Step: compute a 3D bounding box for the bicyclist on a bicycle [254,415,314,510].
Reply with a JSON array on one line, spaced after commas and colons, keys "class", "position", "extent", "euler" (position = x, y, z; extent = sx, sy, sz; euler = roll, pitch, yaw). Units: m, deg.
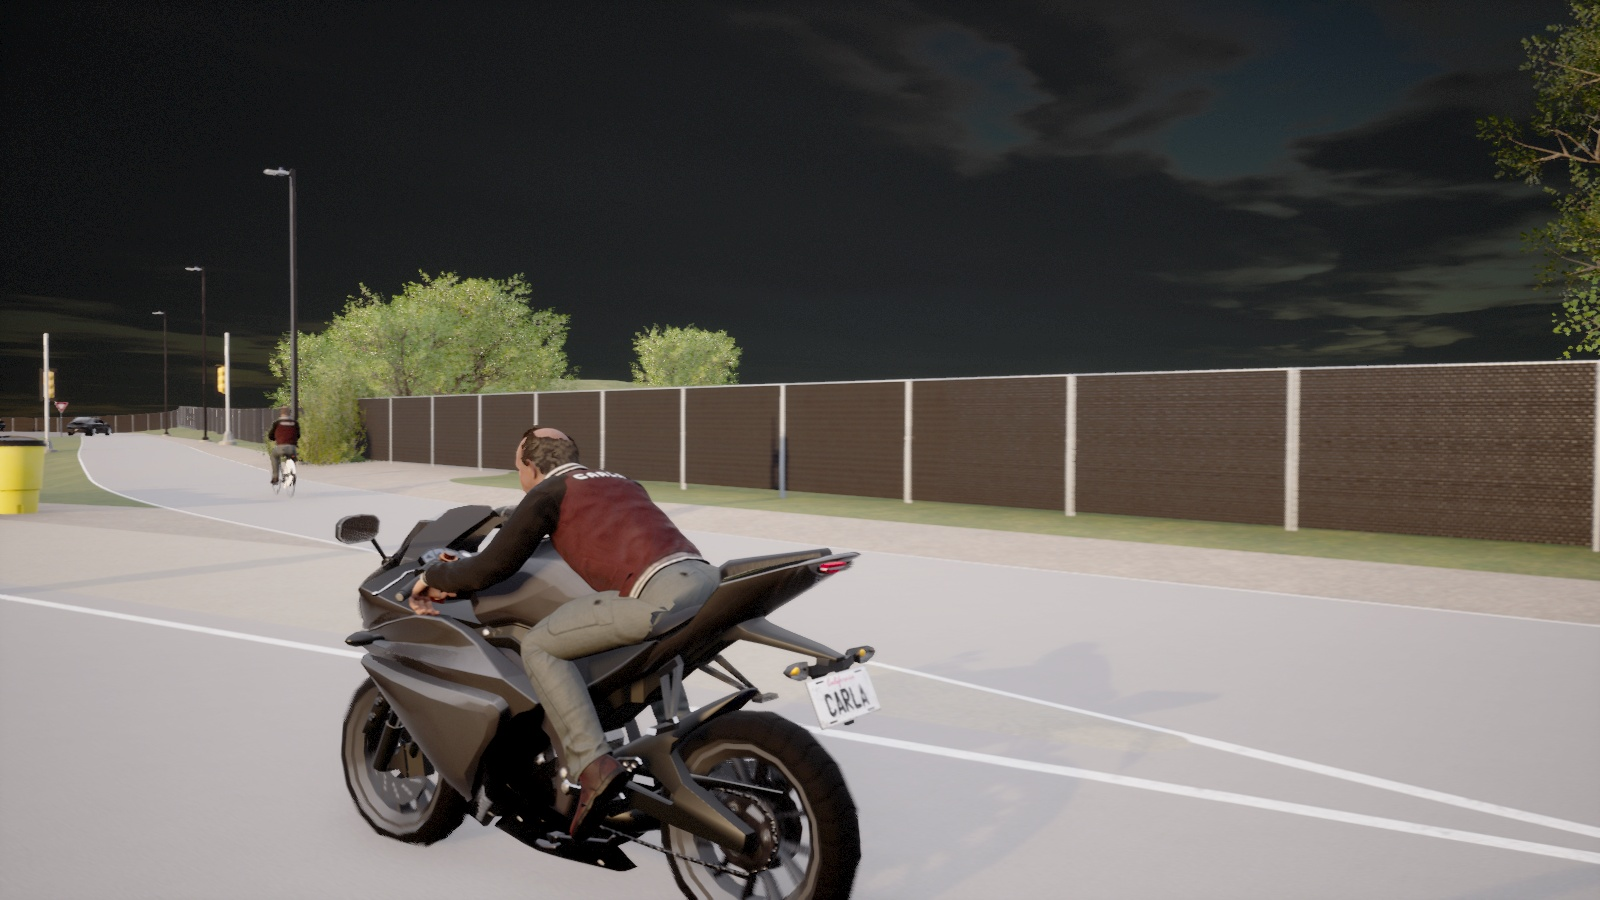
[{"class": "bicyclist on a bicycle", "position": [-10.049, 0.215, 24.412], "extent": [0.659, 1.776, 1.843], "euler": [-1, 2, -35]}]

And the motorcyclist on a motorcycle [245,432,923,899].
[{"class": "motorcyclist on a motorcycle", "position": [-0.775, 0.718, 4.139], "extent": [2.191, 1.530, 0.866], "euler": [0, 1, 34]}]
